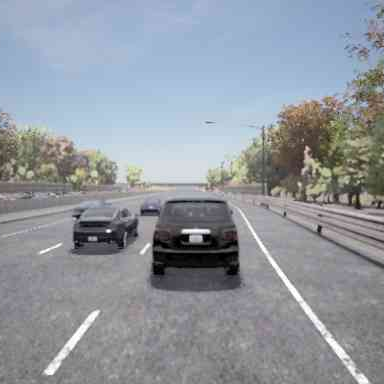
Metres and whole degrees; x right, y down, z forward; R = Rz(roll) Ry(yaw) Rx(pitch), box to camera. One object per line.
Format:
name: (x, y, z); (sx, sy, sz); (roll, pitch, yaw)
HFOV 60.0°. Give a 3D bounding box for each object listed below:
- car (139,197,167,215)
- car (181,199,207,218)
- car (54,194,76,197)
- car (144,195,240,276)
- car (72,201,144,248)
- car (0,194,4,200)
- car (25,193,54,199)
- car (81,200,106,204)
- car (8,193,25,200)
car: (-3.342, 1.200, 29.276); (1.994, 1.385, 4.181); (0, 1, 0)
car: (0.146, 1.264, 27.021); (1.895, 1.301, 4.718); (0, 1, 0)
car: (-17.464, 0.989, 47.377); (1.994, 1.385, 4.181); (0, 1, 0)
car: (0.098, 1.093, 10.062); (2.150, 2.045, 5.566); (0, 1, 0)
car: (-3.380, 1.330, 13.776); (1.837, 1.490, 4.892); (0, 1, 0)
car: (-27.940, 0.795, 45.705); (2.097, 1.767, 4.553); (0, 1, 0)
car: (-20.961, 0.975, 47.113); (2.033, 1.411, 5.357); (0, 1, 1)
car: (-6.877, 1.249, 23.841); (2.033, 1.411, 5.357); (0, 1, 1)
car: (-24.457, 0.913, 47.733); (2.128, 1.511, 4.902); (0, 1, 0)
